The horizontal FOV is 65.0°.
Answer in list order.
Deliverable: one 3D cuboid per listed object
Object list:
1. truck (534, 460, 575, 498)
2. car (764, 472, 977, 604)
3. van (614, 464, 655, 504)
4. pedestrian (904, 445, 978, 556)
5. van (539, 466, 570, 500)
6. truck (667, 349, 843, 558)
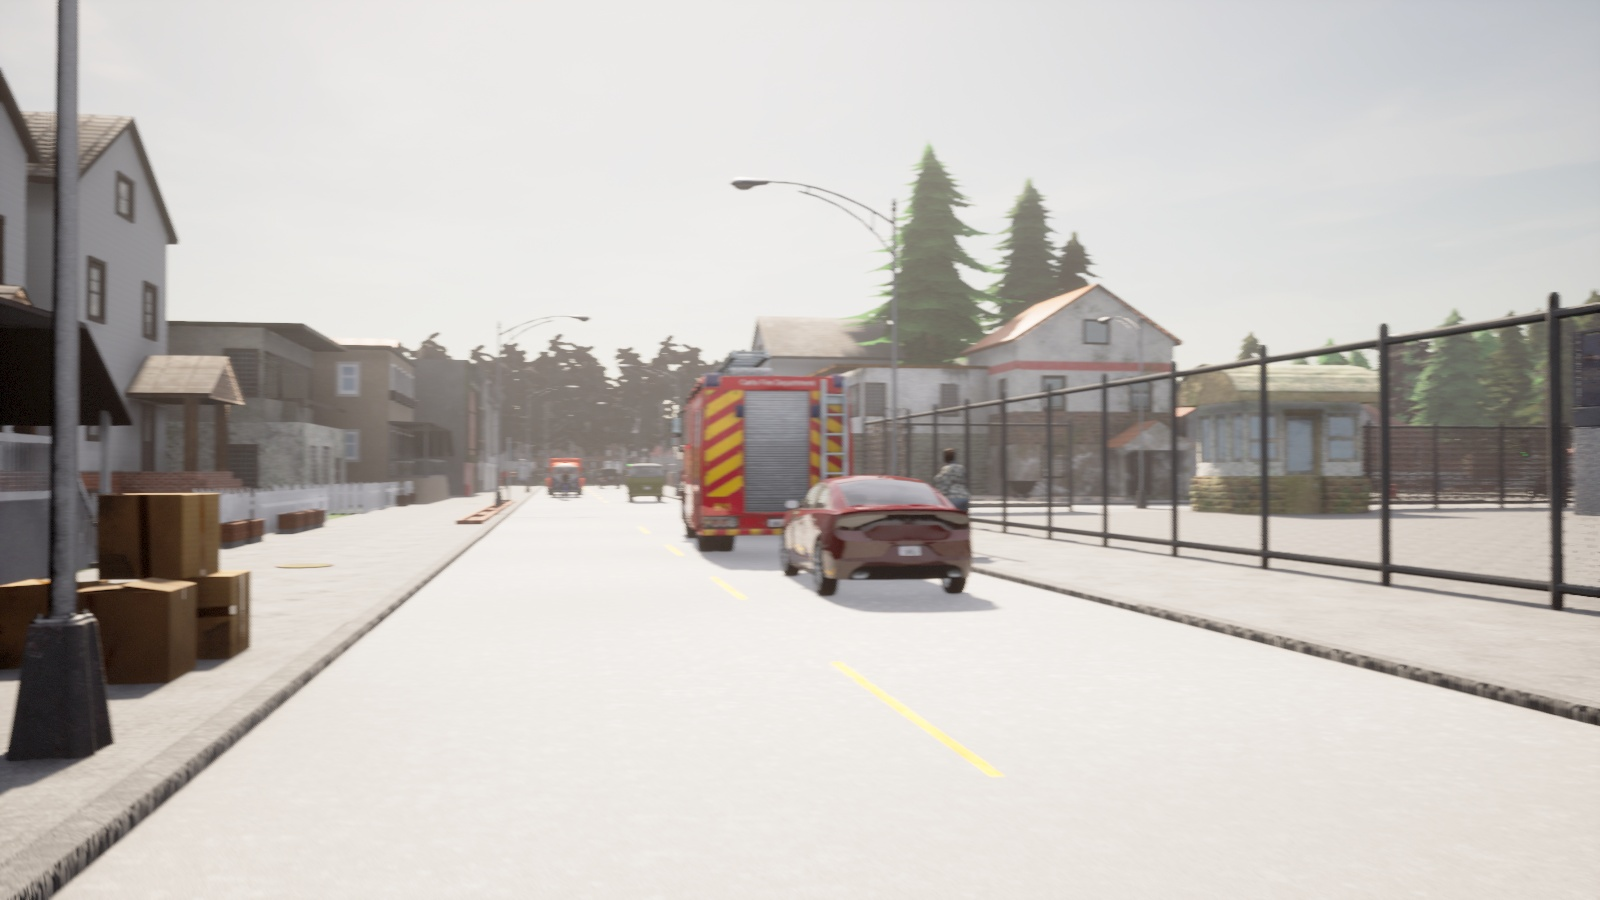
[{"bbox_3d":[-16.800,1.951,85.823,2.627,2.467,5.204,0,-1,-11],"label":"truck"},{"bbox_3d":[0.774,1.081,17.399,1.882,1.535,5.008,0,-1,-9],"label":"car"},{"bbox_3d":[-8.585,1.754,64.869,1.775,1.987,4.442,0,-1,-11],"label":"van"},{"bbox_3d":[2.433,0.862,21.632,0.874,1.855,0.900,0,-1,-44],"label":"pedestrian"},{"bbox_3d":[-14.990,2.017,76.687,1.775,1.987,4.442,0,-1,-11],"label":"van"},{"bbox_3d":[-1.258,0.129,27.437,2.891,3.827,8.468,0,-1,-8],"label":"truck"}]
